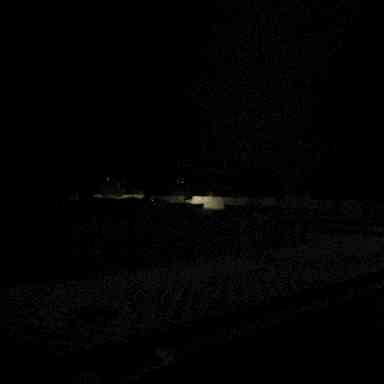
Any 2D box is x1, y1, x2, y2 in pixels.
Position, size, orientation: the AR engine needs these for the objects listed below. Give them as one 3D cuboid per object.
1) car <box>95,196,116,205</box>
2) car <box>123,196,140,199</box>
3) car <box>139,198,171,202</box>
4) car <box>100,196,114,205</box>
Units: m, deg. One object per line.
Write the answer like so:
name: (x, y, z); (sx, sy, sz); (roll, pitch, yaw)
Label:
car: (-14.779, 1.402, 56.825); (1.895, 1.301, 4.718); (0, 0, -36)
car: (-8.779, 1.323, 48.505); (1.882, 1.535, 5.008); (0, 0, -35)
car: (-3.299, 1.448, 35.836); (2.033, 1.411, 5.357); (0, 0, -35)
car: (-13.611, 1.432, 50.455); (2.033, 1.411, 5.357); (0, 0, -36)
